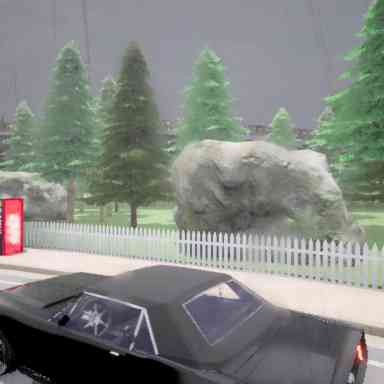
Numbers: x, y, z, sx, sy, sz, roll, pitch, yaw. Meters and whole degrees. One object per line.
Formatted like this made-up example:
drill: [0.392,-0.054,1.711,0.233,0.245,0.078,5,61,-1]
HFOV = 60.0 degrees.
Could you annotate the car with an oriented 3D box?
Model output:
car: [-0.633,1.601,3.963,4.718,1.301,1.895,0,0,33]

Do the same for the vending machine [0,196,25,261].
vending machine: [-6.510,1.195,11.400,0.880,2.100,1.100,0,0,21]
